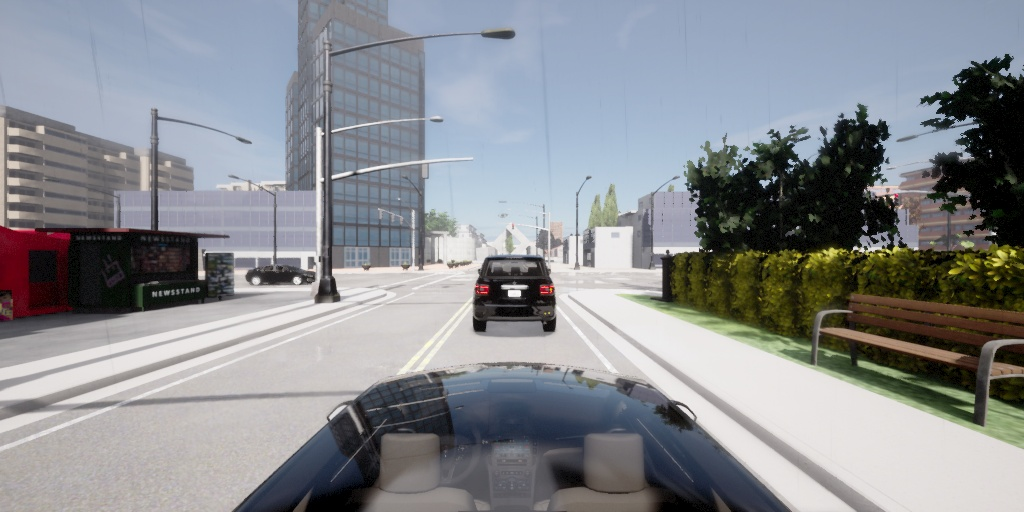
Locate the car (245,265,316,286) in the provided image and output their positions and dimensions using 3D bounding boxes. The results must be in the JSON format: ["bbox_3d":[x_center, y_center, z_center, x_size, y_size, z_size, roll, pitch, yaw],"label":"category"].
[{"bbox_3d":[-16.638,1.362,26.173,4.892,1.490,1.837,-1,0,0],"label":"car"}]

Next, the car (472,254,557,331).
[{"bbox_3d":[0.075,0.971,11.079,2.150,2.045,5.566,0,0,0],"label":"car"}]
